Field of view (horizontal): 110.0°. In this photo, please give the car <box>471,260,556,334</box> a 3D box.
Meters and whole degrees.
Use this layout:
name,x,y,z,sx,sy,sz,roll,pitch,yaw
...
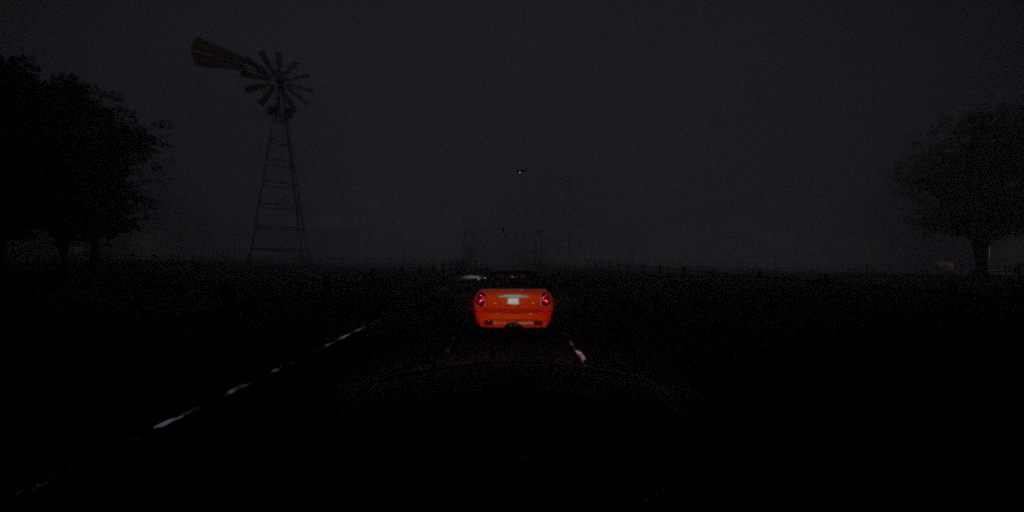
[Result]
name,x,y,z,sx,sy,sz,roll,pitch,yaw
car,0.053,1.088,10.711,2.097,1.767,4.553,0,0,1

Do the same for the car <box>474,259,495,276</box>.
name,x,y,z,sx,sy,sz,roll,pitch,yaw
car,-2.836,1.168,37.927,1.882,1.535,5.008,0,0,0
